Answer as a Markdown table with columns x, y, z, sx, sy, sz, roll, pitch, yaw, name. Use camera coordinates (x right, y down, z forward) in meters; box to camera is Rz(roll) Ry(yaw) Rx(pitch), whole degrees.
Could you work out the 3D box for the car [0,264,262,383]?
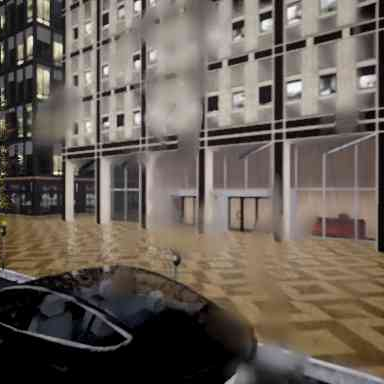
| x | y | z | sx | sy | sz | roll | pitch | yaw | name |
| --- | --- | --- | --- | --- | --- | --- | --- | --- | --- |
| -1.345 | 1.544 | 3.838 | 4.313 | 1.339 | 1.947 | 0 | 0 | 36 | car |
